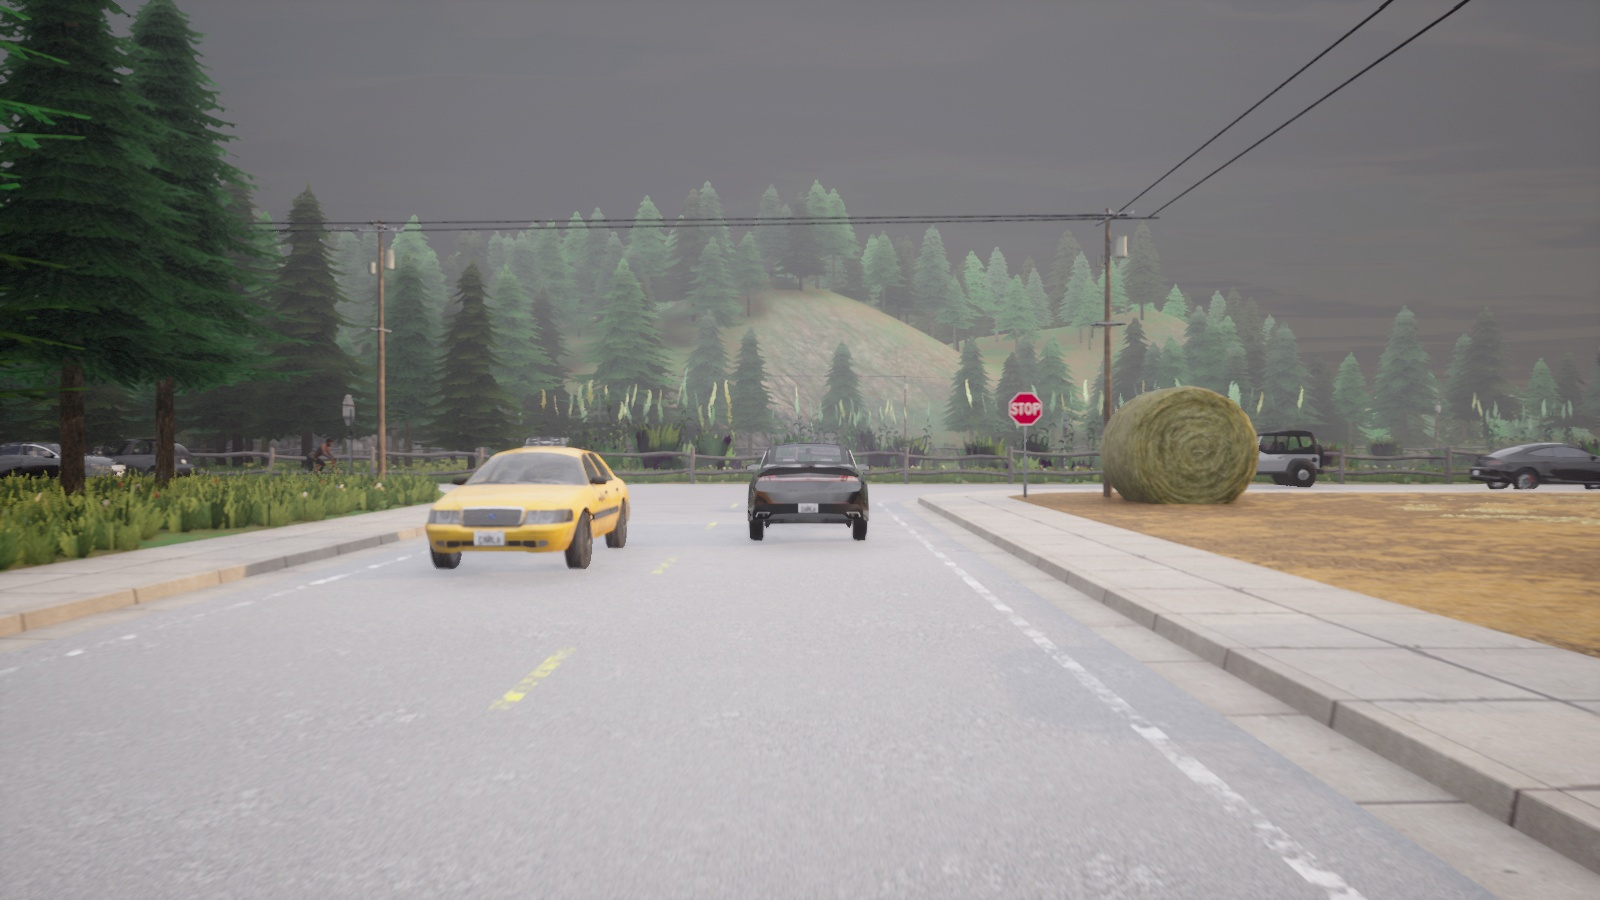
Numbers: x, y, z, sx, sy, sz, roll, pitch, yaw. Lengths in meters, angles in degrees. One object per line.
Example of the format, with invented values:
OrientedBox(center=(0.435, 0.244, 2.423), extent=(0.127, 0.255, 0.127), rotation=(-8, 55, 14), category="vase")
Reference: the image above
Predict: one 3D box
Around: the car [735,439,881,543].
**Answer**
OrientedBox(center=(0.133, 0.587, 20.710), extent=(2.128, 1.511, 4.902), rotation=(0, 0, 0), category="car")

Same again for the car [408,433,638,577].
OrientedBox(center=(-3.391, 0.590, 16.461), extent=(1.801, 1.575, 5.366), rotation=(0, 0, 0), category="car")

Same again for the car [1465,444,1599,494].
OrientedBox(center=(22.433, 0.548, 37.039), extent=(4.674, 1.442, 1.812), rotation=(0, 0, 3), category="car")

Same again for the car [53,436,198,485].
OrientedBox(center=(-23.044, 0.350, 42.984), extent=(3.988, 1.617, 1.851), rotation=(0, 0, 3), category="car")

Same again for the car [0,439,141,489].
OrientedBox(center=(-23.729, 0.428, 39.514), extent=(4.902, 1.511, 2.128), rotation=(0, 0, 2), category="car")

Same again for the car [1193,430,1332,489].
OrientedBox(center=(15.027, 0.290, 40.945), extent=(3.866, 1.878, 1.905), rotation=(0, 0, 3), category="car")
